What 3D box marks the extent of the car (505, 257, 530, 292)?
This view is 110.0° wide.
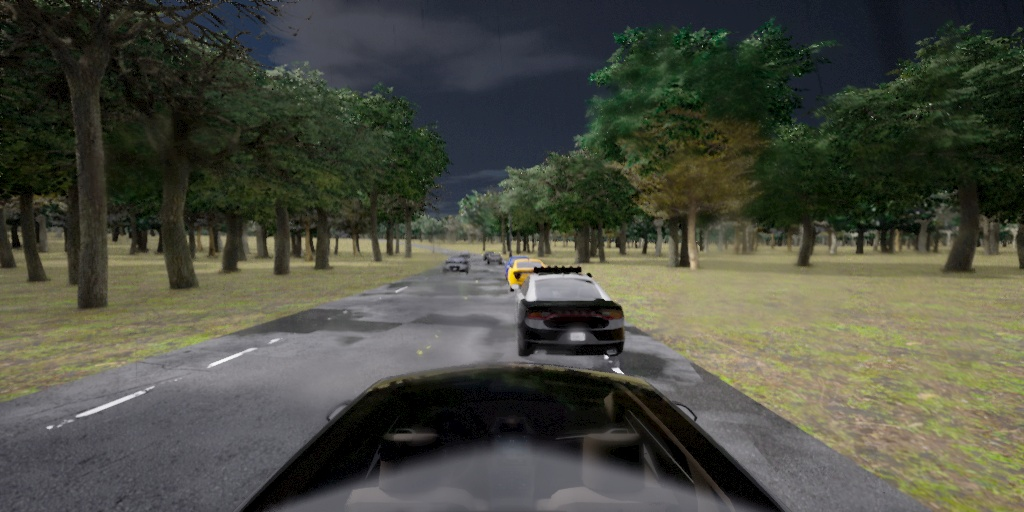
[{"bbox_3d":[0.776,0.900,18.328,1.882,1.535,5.008,0,1,-2],"label":"car"}]

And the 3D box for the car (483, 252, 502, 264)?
[{"bbox_3d":[-2.349,0.278,47.477,2.128,1.511,4.902,0,1,-6],"label":"car"}]

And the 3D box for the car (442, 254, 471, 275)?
[{"bbox_3d":[-4.487,0.752,29.374,1.994,1.385,4.181,0,1,-4],"label":"car"}]

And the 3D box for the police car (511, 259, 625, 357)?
[{"bbox_3d":[1.031,1.048,8.373,1.930,1.638,5.238,0,1,-1],"label":"police car"}]
